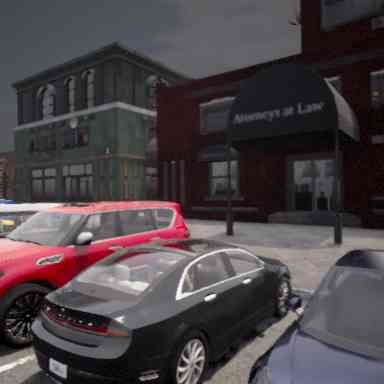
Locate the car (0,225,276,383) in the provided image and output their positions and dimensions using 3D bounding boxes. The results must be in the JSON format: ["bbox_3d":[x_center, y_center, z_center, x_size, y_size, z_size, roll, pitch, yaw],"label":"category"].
[{"bbox_3d":[0.056,1.494,5.302,2.231,1.521,4.892,0,0,35],"label":"car"}]

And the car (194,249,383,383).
[{"bbox_3d":[2.307,1.511,3.674,2.163,1.488,4.792,0,0,35],"label":"car"}]

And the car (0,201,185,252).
[{"bbox_3d":[-2.225,1.254,6.896,2.435,2.045,5.566,0,0,35],"label":"car"}]
